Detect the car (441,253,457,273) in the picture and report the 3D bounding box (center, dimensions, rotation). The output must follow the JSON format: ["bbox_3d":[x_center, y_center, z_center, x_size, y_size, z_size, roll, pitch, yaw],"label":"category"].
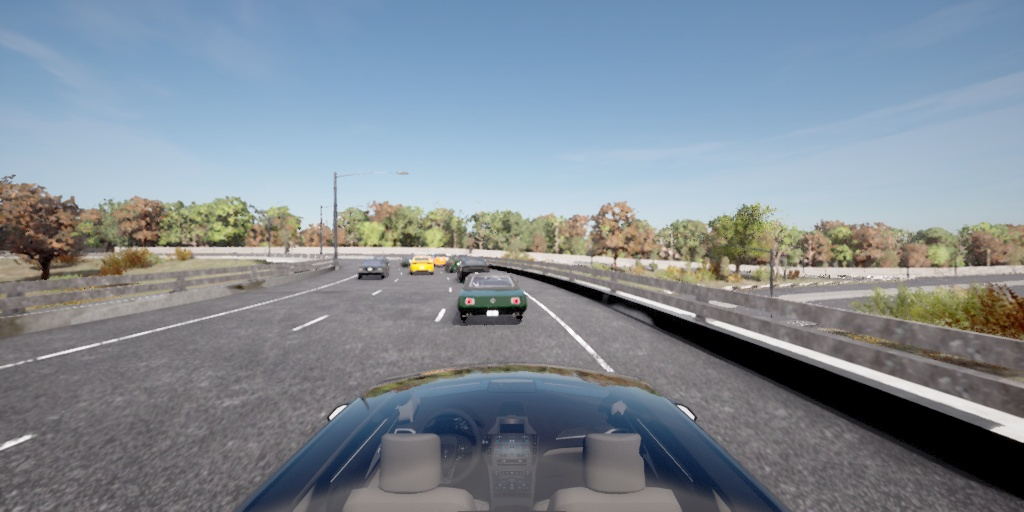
[{"bbox_3d":[-5.196,0.604,34.270,2.097,1.767,4.553,0,1,-18],"label":"car"}]

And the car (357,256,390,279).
[{"bbox_3d":[-10.358,0.917,27.030,2.033,1.411,5.357,0,1,-14],"label":"car"}]

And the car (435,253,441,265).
[{"bbox_3d":[-9.360,0.432,45.554,2.097,1.767,4.553,0,1,-23],"label":"car"}]

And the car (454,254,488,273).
[{"bbox_3d":[-2.661,0.882,24.202,1.882,1.535,5.008,0,1,-12],"label":"car"}]

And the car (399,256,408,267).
[{"bbox_3d":[-12.859,0.659,44.883,1.994,1.385,4.181,0,1,-23],"label":"car"}]

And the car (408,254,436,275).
[{"bbox_3d":[-8.075,0.769,31.870,1.882,1.535,5.008,0,1,-16],"label":"car"}]

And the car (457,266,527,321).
[{"bbox_3d":[-0.717,1.196,11.738,1.895,1.301,4.718,0,1,-5],"label":"car"}]
